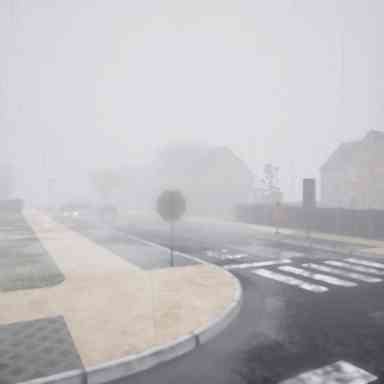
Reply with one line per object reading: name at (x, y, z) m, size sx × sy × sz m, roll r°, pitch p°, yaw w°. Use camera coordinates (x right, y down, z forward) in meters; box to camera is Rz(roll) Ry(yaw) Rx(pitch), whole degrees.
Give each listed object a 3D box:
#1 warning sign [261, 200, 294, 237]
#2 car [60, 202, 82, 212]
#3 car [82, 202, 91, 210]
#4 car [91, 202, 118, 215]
warning sign at (4.545, 1.364, 17.703) m, size 1.300 × 1.860 × 1.060 m, roll 1°, pitch -1°, yaw -29°
car at (-16.906, 2.006, 45.848) m, size 1.994 × 1.385 × 4.181 m, roll 1°, pitch -1°, yaw -29°
car at (-17.110, 2.157, 51.946) m, size 1.895 × 1.301 × 4.718 m, roll 1°, pitch -1°, yaw -29°
car at (-10.123, 1.928, 39.214) m, size 1.812 × 1.442 × 4.674 m, roll 1°, pitch -1°, yaw -29°
